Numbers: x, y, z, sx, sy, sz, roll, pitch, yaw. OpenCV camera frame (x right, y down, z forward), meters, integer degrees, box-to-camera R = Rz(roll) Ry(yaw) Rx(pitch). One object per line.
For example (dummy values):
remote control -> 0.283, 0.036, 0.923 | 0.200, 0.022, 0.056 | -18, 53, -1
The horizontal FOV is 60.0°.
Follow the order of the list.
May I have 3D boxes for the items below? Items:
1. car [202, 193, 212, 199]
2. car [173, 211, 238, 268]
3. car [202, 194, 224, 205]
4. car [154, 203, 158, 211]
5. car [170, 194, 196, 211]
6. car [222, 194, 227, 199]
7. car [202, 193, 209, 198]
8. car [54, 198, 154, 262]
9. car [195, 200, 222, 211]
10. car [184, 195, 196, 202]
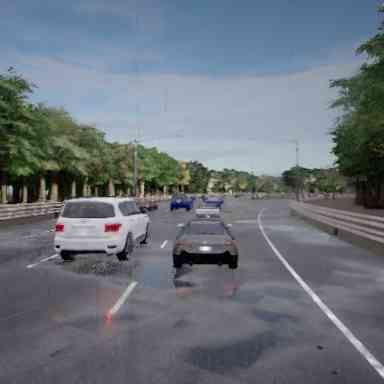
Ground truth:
car -> 4.242, 1.175, 94.514 | 2.097, 1.767, 4.553 | 0, 0, 13
car -> 0.451, 1.567, 11.367 | 1.994, 1.385, 4.181 | 0, 0, 2
car -> 2.814, 1.455, 43.601 | 1.882, 1.535, 5.008 | 0, 0, 6
car -> -4.979, 1.563, 36.385 | 1.895, 1.301, 4.718 | 0, 0, 6
car -> -1.153, 1.197, 39.500 | 2.150, 2.045, 5.566 | 0, 0, 6
car -> 4.551, 1.442, 57.399 | 1.837, 1.490, 4.892 | 0, 0, 8
car -> 3.739, 1.409, 74.474 | 1.812, 1.442, 4.674 | 0, 0, 10
car -> -3.025, 1.215, 12.330 | 2.150, 2.045, 5.566 | 0, 0, 3
car -> 1.366, 1.601, 28.053 | 1.895, 1.301, 4.718 | 0, 0, 4
car -> -0.378, 1.364, 71.013 | 1.882, 1.535, 5.008 | 0, 0, 10
